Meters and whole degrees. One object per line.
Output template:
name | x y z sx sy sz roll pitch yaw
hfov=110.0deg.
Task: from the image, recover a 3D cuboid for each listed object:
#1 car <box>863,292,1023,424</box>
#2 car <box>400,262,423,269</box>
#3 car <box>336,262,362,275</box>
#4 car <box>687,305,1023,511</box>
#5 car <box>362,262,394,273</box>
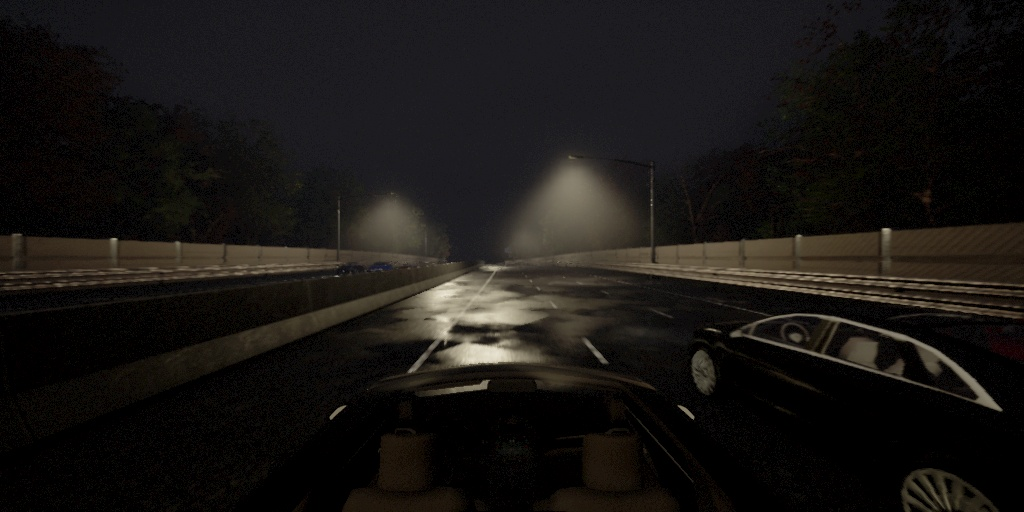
car | 7.093 1.308 4.137 1.994 1.385 4.181 0 0 0
car | -10.936 1.402 39.521 1.994 1.385 4.181 0 0 -1
car | -17.945 1.411 40.168 1.994 1.385 4.181 0 0 -1
car | 3.594 1.240 3.572 2.128 1.511 4.902 0 0 0
car | -14.435 1.367 39.523 1.812 1.442 4.674 0 0 -1
